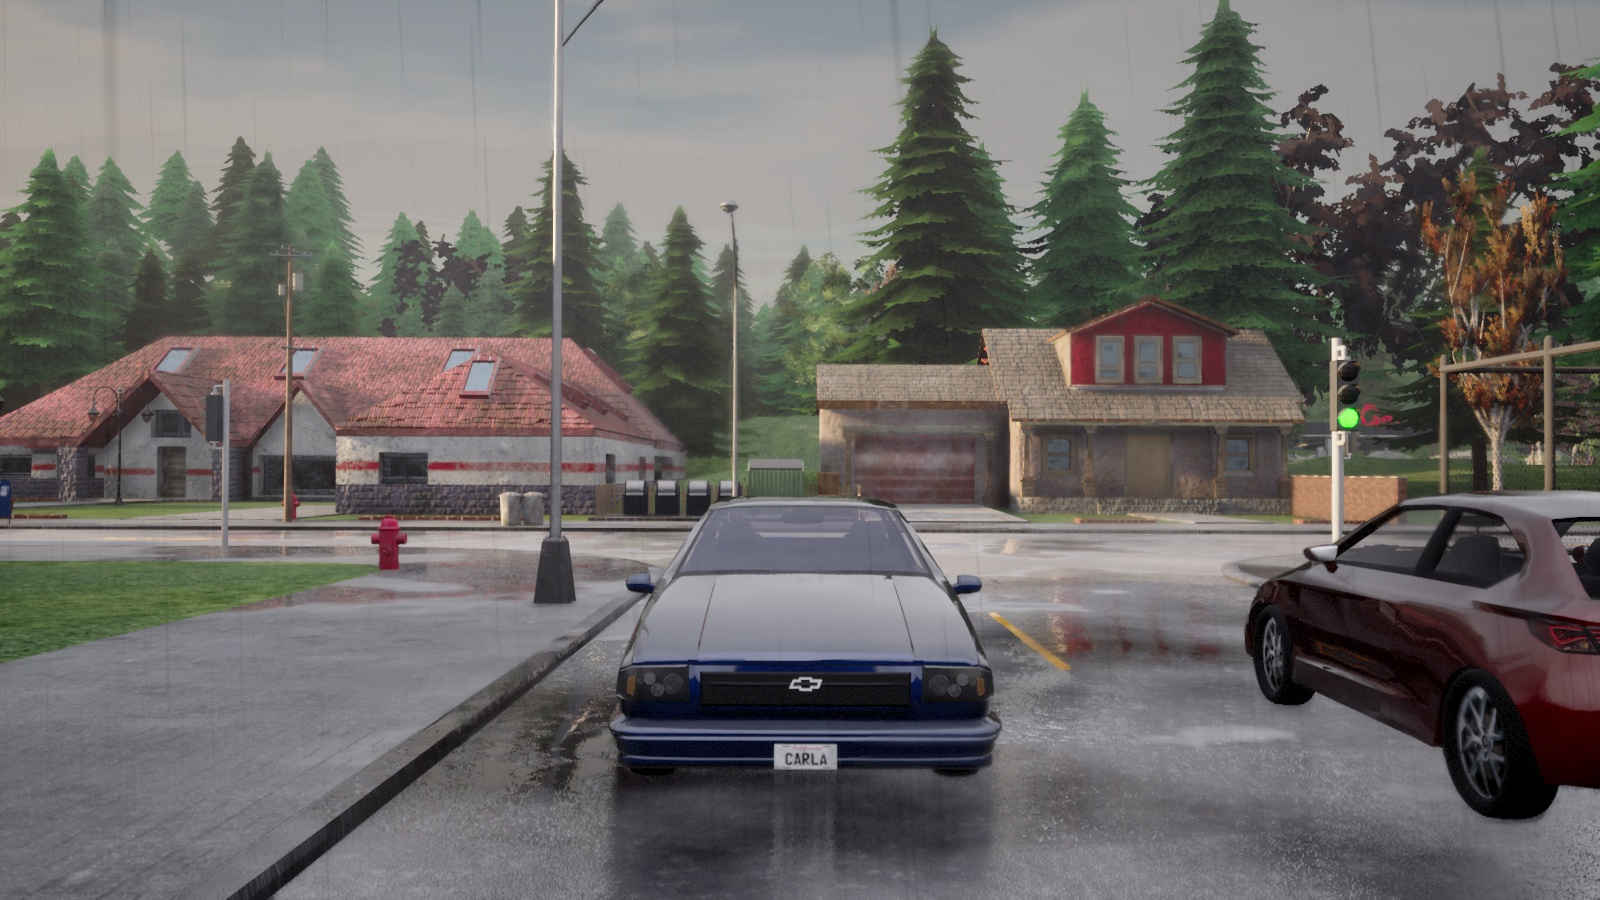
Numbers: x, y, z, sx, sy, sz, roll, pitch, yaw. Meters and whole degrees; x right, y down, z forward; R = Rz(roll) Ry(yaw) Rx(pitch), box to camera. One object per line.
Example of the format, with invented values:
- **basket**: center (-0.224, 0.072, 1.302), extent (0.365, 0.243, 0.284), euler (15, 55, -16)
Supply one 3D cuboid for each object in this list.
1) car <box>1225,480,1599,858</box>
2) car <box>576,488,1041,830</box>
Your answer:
- **car**: center (3.976, 0.928, 7.113), extent (1.816, 1.474, 4.193), euler (0, -1, 2)
- **car**: center (0.028, 0.995, 8.174), extent (2.033, 1.411, 5.357), euler (0, -1, 0)
